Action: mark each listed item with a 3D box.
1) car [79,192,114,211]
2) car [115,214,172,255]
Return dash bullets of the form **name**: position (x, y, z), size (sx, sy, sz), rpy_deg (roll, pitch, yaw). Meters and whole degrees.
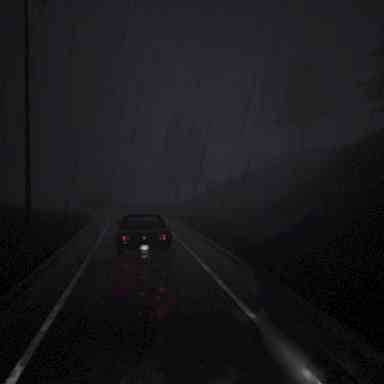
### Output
- **car**: position (-10.899, 1.019, 37.752), size (2.150, 2.045, 5.566), rpy_deg (0, 0, -39)
- **car**: position (-1.961, 1.518, 13.118), size (1.895, 1.301, 4.718), rpy_deg (0, 0, -10)
